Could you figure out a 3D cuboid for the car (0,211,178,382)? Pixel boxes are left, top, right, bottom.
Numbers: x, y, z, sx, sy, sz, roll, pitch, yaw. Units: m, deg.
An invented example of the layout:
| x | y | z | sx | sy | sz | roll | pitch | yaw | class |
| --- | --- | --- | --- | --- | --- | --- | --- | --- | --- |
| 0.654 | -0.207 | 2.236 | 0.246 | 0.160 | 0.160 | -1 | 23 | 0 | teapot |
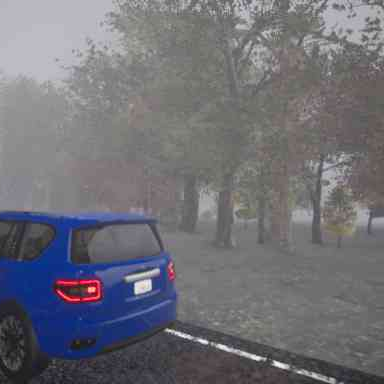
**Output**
| x | y | z | sx | sy | sz | roll | pitch | yaw | class |
| --- | --- | --- | --- | --- | --- | --- | --- | --- | --- |
| -2.806 | 1.334 | 5.805 | 5.566 | 2.045 | 2.150 | -1 | -3 | 36 | car |
